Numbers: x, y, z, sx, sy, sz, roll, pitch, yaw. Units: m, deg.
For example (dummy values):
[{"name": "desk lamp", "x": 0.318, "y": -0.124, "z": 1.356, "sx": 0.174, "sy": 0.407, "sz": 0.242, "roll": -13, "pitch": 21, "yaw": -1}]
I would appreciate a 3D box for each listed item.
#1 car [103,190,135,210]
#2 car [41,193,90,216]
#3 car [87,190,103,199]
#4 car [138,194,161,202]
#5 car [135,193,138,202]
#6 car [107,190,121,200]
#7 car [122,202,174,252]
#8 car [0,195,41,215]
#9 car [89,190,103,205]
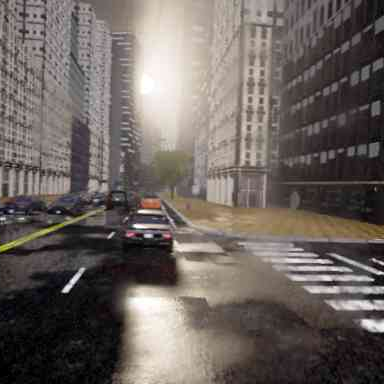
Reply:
[{"name": "car", "x": -7.533, "y": 0.805, "z": 34.748, "sx": 2.150, "sy": 2.045, "sz": 5.566, "roll": 2, "pitch": 0, "yaw": -7}, {"name": "car", "x": -10.097, "y": 1.074, "z": 27.030, "sx": 2.033, "sy": 1.411, "sz": 5.357, "roll": 2, "pitch": 0, "yaw": -7}, {"name": "car", "x": -17.002, "y": 0.403, "z": 58.549, "sx": 1.812, "sy": 1.442, "sz": 4.674, "roll": 2, "pitch": 0, "yaw": -7}, {"name": "car", "x": -4.445, "y": 1.038, "z": 36.246, "sx": 2.097, "sy": 1.767, "sz": 4.553, "roll": 2, "pitch": 0, "yaw": -7}, {"name": "car", "x": -10.251, "y": 0.925, "z": 57.560, "sx": 1.812, "sy": 1.442, "sz": 4.674, "roll": 2, "pitch": 0, "yaw": -7}, {"name": "car", "x": -13.776, "y": 0.489, "z": 58.933, "sx": 1.837, "sy": 1.490, "sz": 4.892, "roll": 2, "pitch": 0, "yaw": -7}, {"name": "car", "x": -1.708, "y": 1.408, "z": 13.260, "sx": 2.033, "sy": 1.411, "sz": 5.357, "roll": 3, "pitch": 1, "yaw": -7}, {"name": "car", "x": -13.323, "y": 0.964, "z": 26.646, "sx": 2.033, "sy": 1.411, "sz": 5.357, "roll": 2, "pitch": 0, "yaw": -7}, {"name": "car", "x": -11.968, "y": 0.889, "z": 42.990, "sx": 2.128, "sy": 1.511, "sz": 4.902, "roll": 2, "pitch": 0, "yaw": -6}]
